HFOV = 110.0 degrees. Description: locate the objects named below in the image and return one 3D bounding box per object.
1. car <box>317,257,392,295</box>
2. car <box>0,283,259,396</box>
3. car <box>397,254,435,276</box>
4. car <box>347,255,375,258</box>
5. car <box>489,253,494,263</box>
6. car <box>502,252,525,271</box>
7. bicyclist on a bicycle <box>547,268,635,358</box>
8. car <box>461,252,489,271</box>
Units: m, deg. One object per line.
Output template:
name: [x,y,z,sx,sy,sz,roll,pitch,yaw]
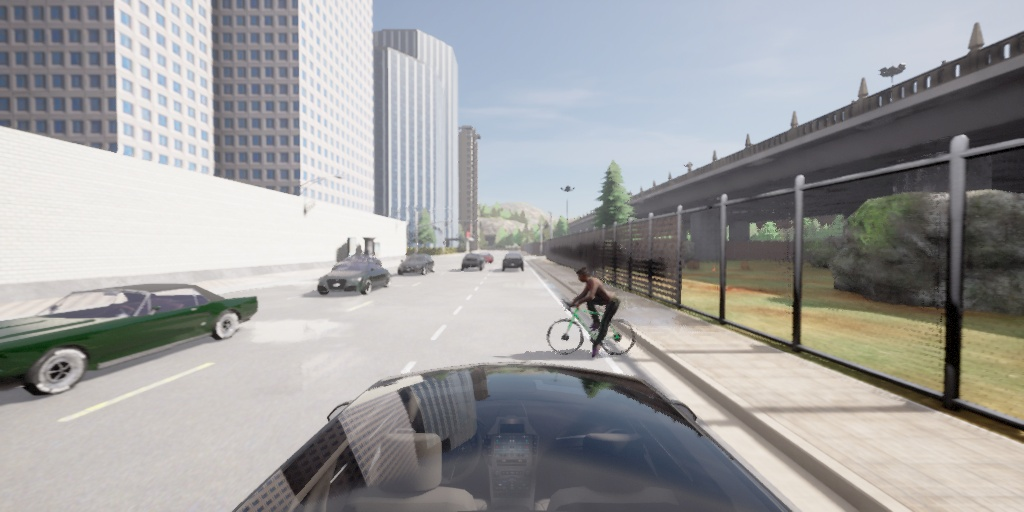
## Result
car: [-7.077,0.937,16.474,1.994,1.385,4.181,0,1,0]
car: [-7.098,1.220,6.477,1.895,1.301,4.718,0,1,0]
car: [-7.045,0.626,26.792,1.837,1.490,4.892,0,1,0]
car: [-10.474,0.667,24.641,2.128,1.511,4.902,0,1,0]
car: [-3.394,0.217,46.145,1.994,1.385,4.181,0,1,0]
car: [0.093,0.483,32.052,1.882,1.535,5.008,0,2,0]
bicyclist on a bicycle: [1.475,1.050,6.654,1.656,1.620,0.582,0,1,0]
car: [-3.405,0.501,32.184,1.837,1.490,4.892,0,2,1]
